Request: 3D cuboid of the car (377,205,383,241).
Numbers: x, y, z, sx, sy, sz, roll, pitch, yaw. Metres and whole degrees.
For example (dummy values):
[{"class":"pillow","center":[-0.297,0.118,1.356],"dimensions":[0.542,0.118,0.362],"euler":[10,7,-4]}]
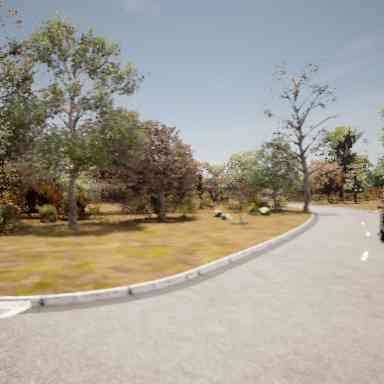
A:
[{"class":"car","center":[10.551,1.255,16.477],"dimensions":[2.150,2.045,5.566],"euler":[0,0,28]}]
